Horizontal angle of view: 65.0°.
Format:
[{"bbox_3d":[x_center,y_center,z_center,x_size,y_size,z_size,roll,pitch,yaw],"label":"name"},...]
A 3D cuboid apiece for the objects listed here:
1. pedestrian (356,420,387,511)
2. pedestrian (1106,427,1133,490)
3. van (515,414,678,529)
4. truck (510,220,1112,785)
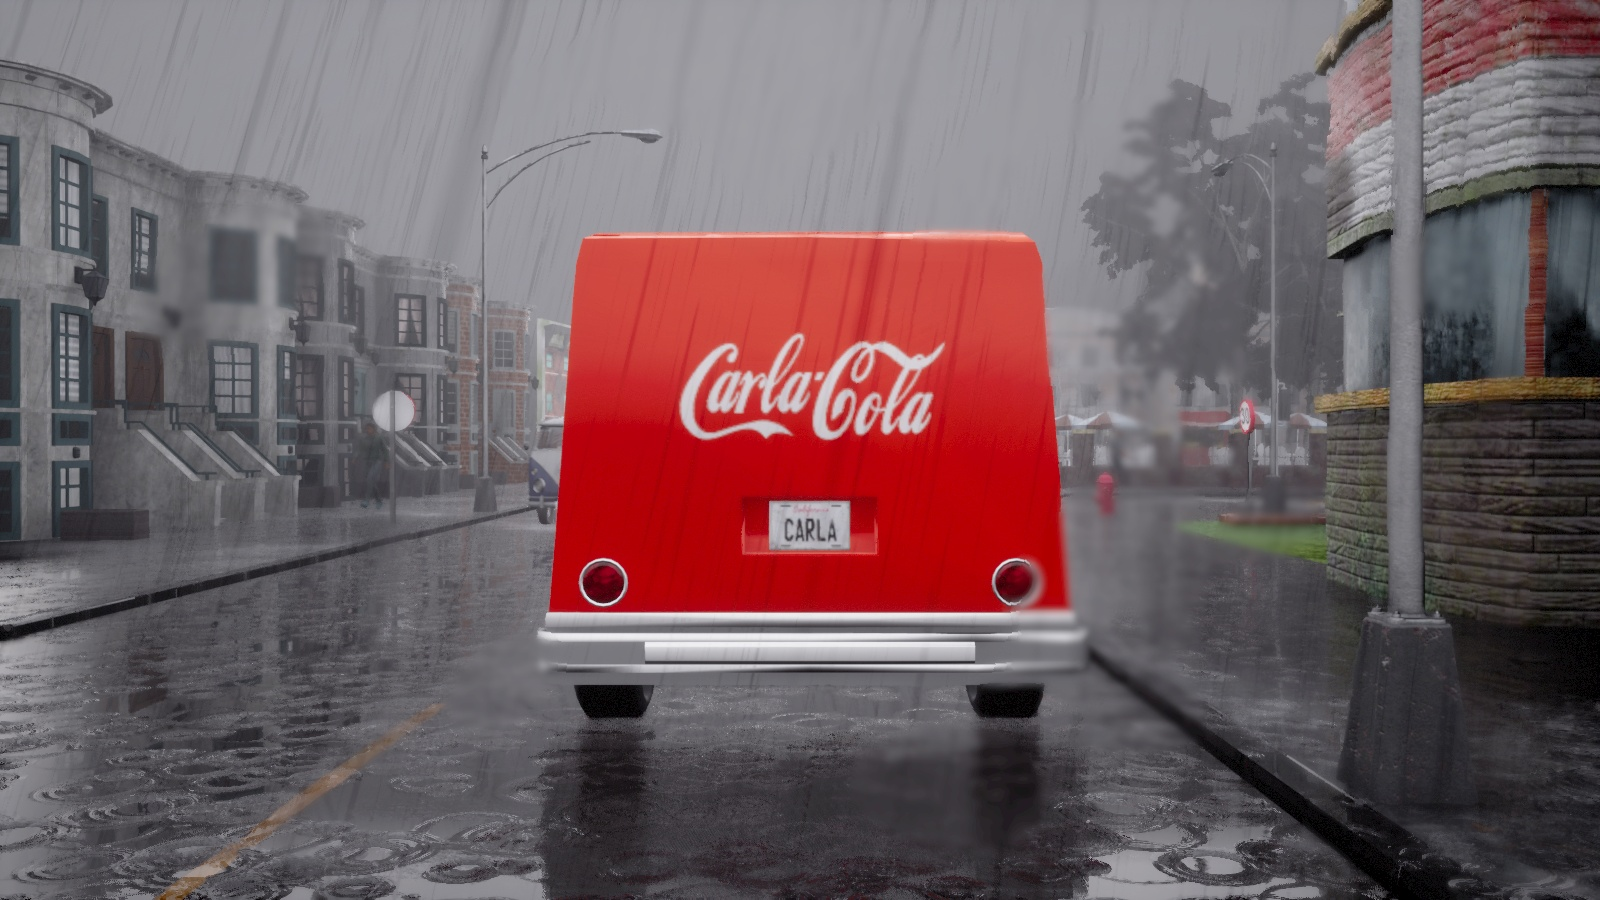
[{"bbox_3d":[-8.795,0.303,25.802,0.353,1.847,0.614,0,0,9],"label":"pedestrian"},{"bbox_3d":[9.590,0.251,37.676,0.694,1.848,0.540,0,0,2],"label":"pedestrian"},{"bbox_3d":[-3.745,0.361,23.982,1.775,1.987,4.442,0,0,9],"label":"van"},{"bbox_3d":[0.060,0.214,8.087,2.627,2.467,5.204,0,0,0],"label":"truck"}]
